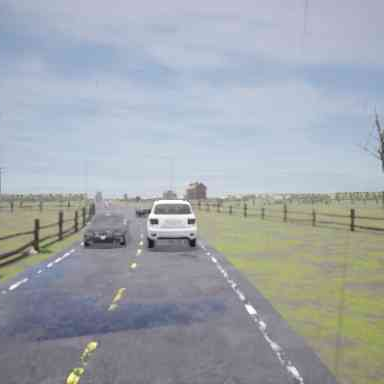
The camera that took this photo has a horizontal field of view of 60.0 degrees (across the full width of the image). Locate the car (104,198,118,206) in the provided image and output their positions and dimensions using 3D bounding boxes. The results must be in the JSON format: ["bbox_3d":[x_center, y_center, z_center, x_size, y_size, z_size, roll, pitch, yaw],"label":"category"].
[{"bbox_3d":[-13.753,1.789,56.373,2.097,1.767,4.553,0,-1,-17],"label":"car"}]

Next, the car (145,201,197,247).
[{"bbox_3d":[-1.104,1.448,16.533,2.150,2.045,5.566,0,-1,-7],"label":"car"}]

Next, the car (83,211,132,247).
[{"bbox_3d":[-4.088,1.727,16.498,1.837,1.490,4.892,0,-1,-8],"label":"car"}]

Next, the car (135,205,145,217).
[{"bbox_3d":[-5.371,2.127,37.699,1.895,1.301,4.718,0,-1,-15],"label":"car"}]
